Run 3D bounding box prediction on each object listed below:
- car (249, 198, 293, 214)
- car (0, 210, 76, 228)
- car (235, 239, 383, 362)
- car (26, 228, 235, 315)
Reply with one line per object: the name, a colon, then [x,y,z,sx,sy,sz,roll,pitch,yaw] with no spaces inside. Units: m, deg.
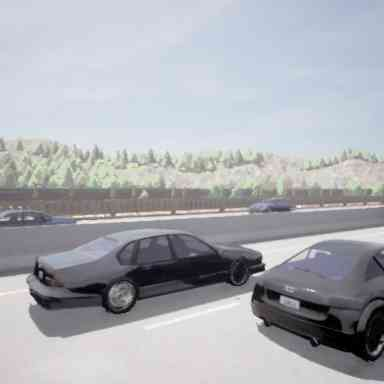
car: [7.477,1.345,31.370,4.553,1.767,2.097,0,0,-37]
car: [-8.109,1.553,15.431,5.357,1.411,2.033,0,0,-36]
car: [3.030,1.562,5.985,4.181,1.385,1.994,0,0,-36]
car: [-0.734,1.548,7.561,5.357,1.411,2.033,0,0,-36]
